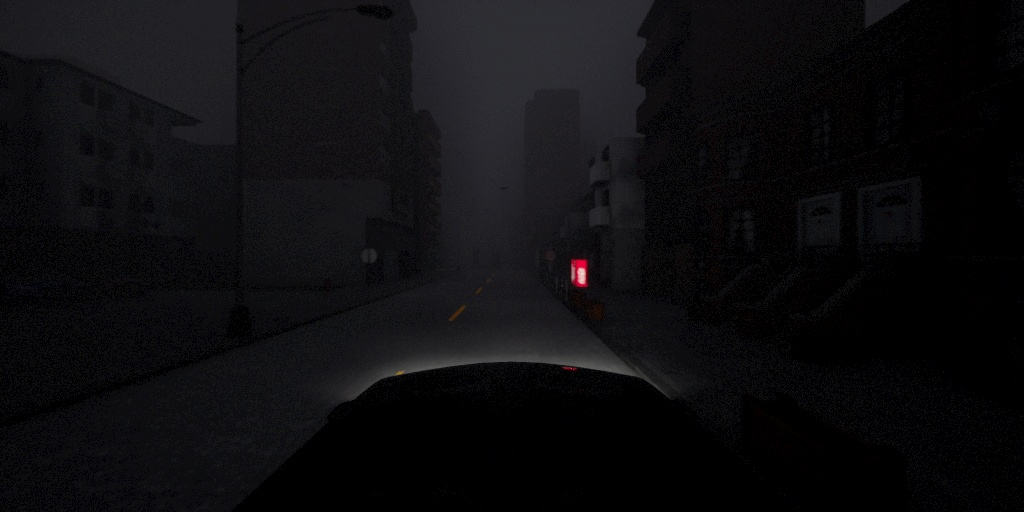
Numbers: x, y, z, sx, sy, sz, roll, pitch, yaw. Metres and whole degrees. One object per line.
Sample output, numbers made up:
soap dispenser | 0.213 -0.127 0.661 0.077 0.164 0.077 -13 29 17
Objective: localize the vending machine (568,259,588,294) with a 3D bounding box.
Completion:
vending machine | 4.293 1.166 22.689 1.100 2.100 0.880 0 0 0
